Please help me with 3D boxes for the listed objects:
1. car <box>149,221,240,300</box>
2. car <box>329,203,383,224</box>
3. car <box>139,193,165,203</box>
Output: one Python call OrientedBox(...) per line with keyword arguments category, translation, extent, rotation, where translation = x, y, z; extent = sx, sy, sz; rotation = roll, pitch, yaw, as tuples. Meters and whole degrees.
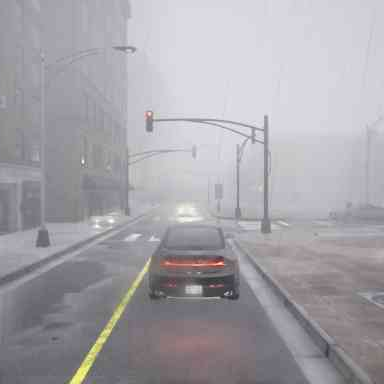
OrientedBox(category="car", translation=(0.060, 1.505, 8.385), extent=(1.837, 1.490, 4.892), rotation=(0, 0, 1))
OrientedBox(category="car", translation=(12.067, 1.515, 23.772), extent=(4.181, 1.385, 1.994), rotation=(0, 0, 0))
OrientedBox(category="car", translation=(-8.384, 1.294, 70.057), extent=(5.566, 2.045, 2.150), rotation=(0, 0, 9))
